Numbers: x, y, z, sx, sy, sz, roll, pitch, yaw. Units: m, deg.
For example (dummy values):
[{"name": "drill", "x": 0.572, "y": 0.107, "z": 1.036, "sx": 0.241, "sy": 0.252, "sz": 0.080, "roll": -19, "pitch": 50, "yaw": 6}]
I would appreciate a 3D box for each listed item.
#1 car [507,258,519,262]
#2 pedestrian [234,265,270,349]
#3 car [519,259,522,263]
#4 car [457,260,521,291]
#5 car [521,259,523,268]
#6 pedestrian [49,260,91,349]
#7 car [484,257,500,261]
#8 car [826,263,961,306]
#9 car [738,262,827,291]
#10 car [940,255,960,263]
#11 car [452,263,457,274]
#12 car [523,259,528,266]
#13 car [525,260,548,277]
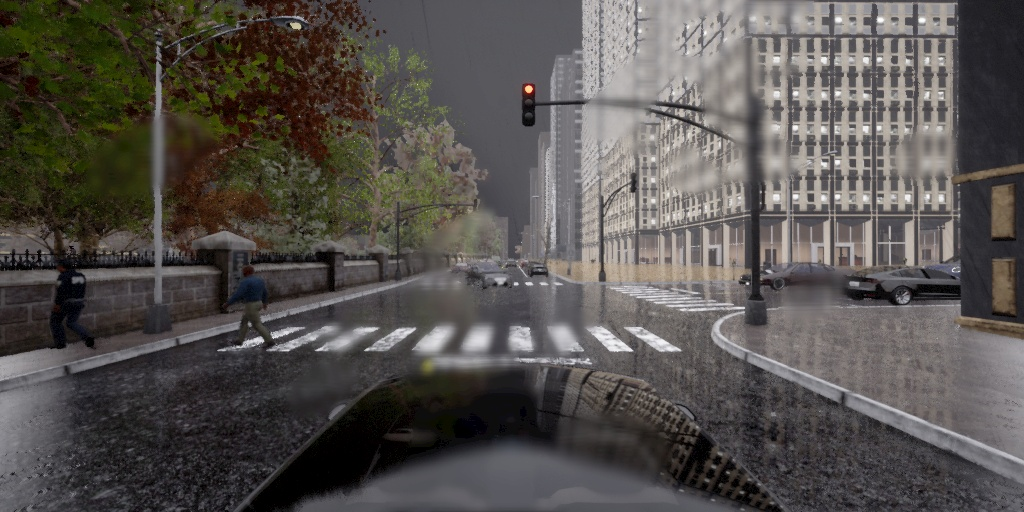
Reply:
[{"name": "car", "x": -0.135, "y": 1.295, "z": 62.562, "sx": 1.837, "sy": 1.490, "sz": 4.892, "roll": 0, "pitch": 0, "yaw": 0}, {"name": "pedestrian", "x": -5.560, "y": 1.044, "z": 7.671, "sx": 0.375, "sy": 1.860, "sz": 0.375, "roll": 0, "pitch": 0, "yaw": 0}, {"name": "car", "x": 2.554, "y": 1.337, "z": 63.895, "sx": 1.888, "sy": 1.381, "sz": 4.507, "roll": 0, "pitch": 0, "yaw": 0}, {"name": "car", "x": -1.586, "y": 1.246, "z": 22.394, "sx": 2.128, "sy": 1.511, "sz": 4.902, "roll": 0, "pitch": 0, "yaw": -23}, {"name": "car", "x": 2.590, "y": 1.339, "z": 46.997, "sx": 1.948, "sy": 1.339, "sz": 4.313, "roll": 0, "pitch": 0, "yaw": 0}, {"name": "pedestrian", "x": -8.763, "y": 0.892, "z": 7.066, "sx": 0.375, "sy": 1.860, "sz": 0.375, "roll": 0, "pitch": 0, "yaw": 0}, {"name": "car", "x": -3.203, "y": 1.256, "z": 51.996, "sx": 1.882, "sy": 1.535, "sz": 5.008, "roll": 0, "pitch": 0, "yaw": 0}, {"name": "car", "x": 14.659, "y": 1.026, "z": 13.176, "sx": 4.313, "sy": 1.339, "sz": 1.948, "roll": 0, "pitch": 0, "yaw": 0}, {"name": "car", "x": 15.102, "y": 1.025, "z": 18.974, "sx": 5.357, "sy": 1.411, "sz": 2.033, "roll": -1, "pitch": 0, "yaw": 0}, {"name": "car", "x": 24.499, "y": 0.669, "z": 19.044, "sx": 4.553, "sy": 1.767, "sz": 2.097, "roll": -1, "pitch": 0, "yaw": 0}, {"name": "car", "x": -5.778, "y": 1.350, "z": 41.346, "sx": 1.802, "sy": 1.307, "sz": 4.207, "roll": 0, "pitch": 0, "yaw": 0}, {"name": "car", "x": 2.602, "y": 1.334, "z": 41.365, "sx": 1.948, "sy": 1.339, "sz": 4.313, "roll": 0, "pitch": 0, "yaw": 0}, {"name": "car", "x": 2.614, "y": 1.330, "z": 35.732, "sx": 1.948, "sy": 1.339, "sz": 4.313, "roll": 0, "pitch": 0, "yaw": 0}]
